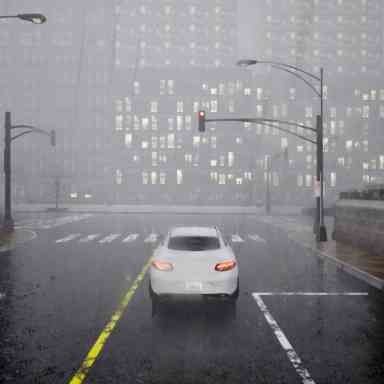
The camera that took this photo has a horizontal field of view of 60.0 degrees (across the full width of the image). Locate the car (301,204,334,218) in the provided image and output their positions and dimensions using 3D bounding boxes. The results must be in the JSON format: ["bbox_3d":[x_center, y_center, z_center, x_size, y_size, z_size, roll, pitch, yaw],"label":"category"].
[{"bbox_3d":[12.920,1.786,31.642,4.718,1.301,1.895,1,0,-1],"label":"car"}]

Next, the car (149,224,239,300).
[{"bbox_3d":[0.056,1.525,8.281,1.812,1.442,4.674,0,0,0],"label":"car"}]
